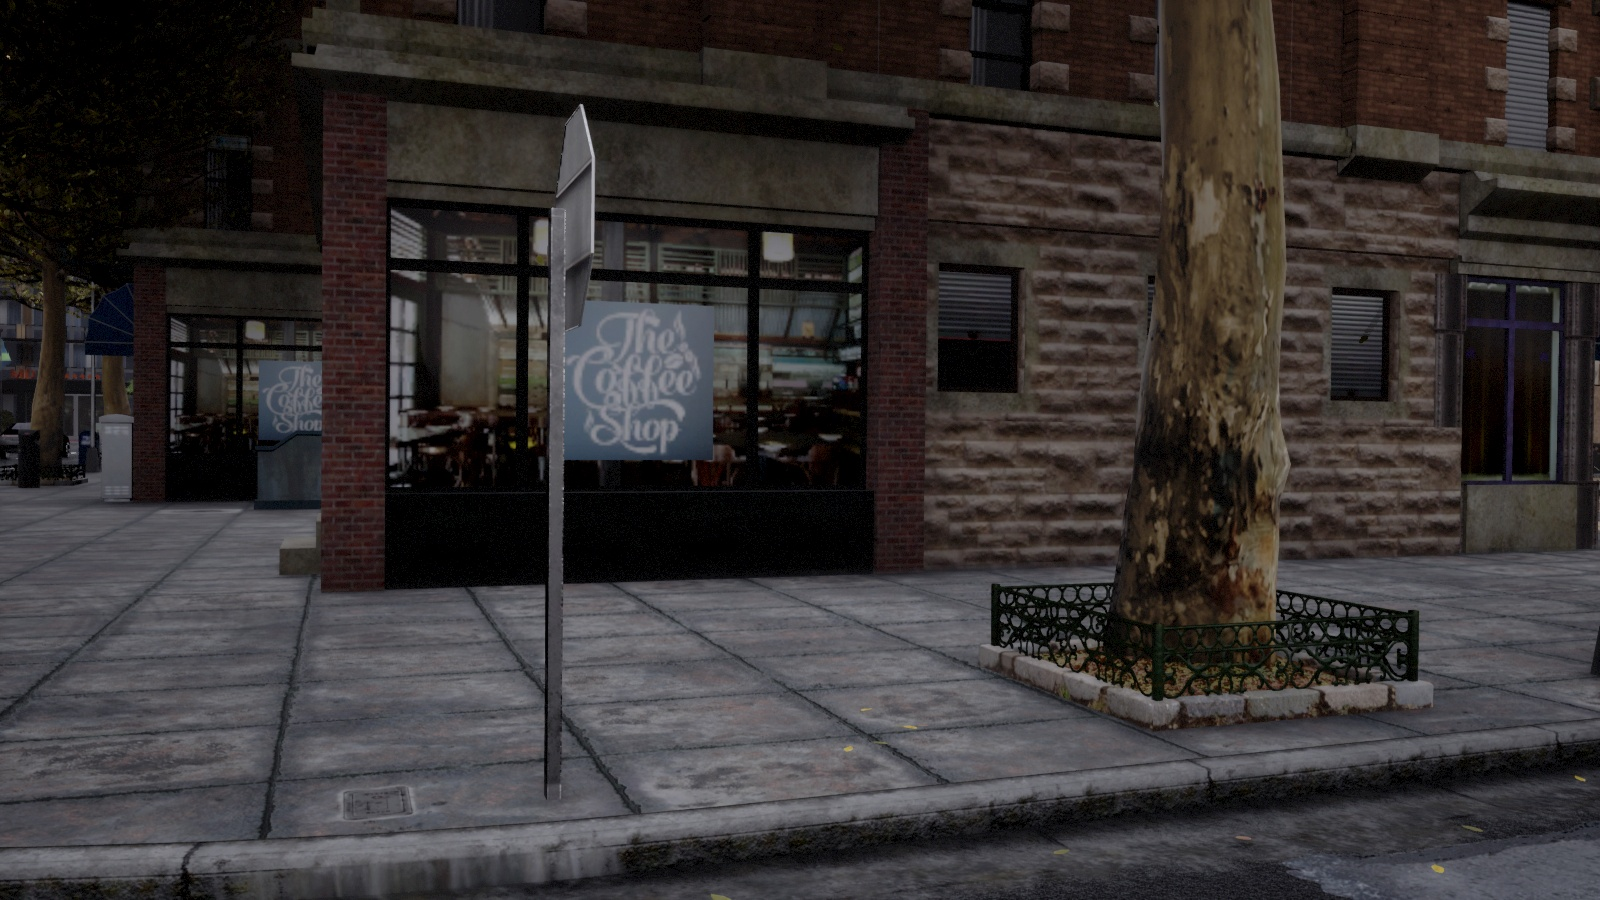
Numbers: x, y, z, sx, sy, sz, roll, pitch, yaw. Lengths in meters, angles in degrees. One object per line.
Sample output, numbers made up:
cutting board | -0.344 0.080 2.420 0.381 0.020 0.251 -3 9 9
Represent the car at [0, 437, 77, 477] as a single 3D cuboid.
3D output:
car | -31.482 0.253 51.732 2.128 1.511 4.902 -1 1 -20
